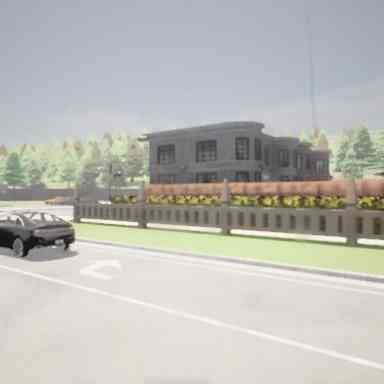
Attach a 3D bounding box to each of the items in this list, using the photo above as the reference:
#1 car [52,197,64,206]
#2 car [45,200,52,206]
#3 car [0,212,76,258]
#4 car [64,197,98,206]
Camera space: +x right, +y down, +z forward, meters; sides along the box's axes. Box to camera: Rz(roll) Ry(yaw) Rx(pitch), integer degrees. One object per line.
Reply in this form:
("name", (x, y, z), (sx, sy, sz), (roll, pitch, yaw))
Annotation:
("car", (-20.617, 1.598, 56.628), (2.128, 1.511, 4.902), (0, 0, 36))
("car", (-23.422, 1.591, 58.694), (1.882, 1.535, 5.008), (0, 0, 37))
("car", (-6.567, 1.519, 12.953), (4.902, 1.511, 2.128), (0, 0, 36))
("car", (-17.789, 1.591, 54.591), (2.128, 1.511, 4.902), (0, 0, 36))
